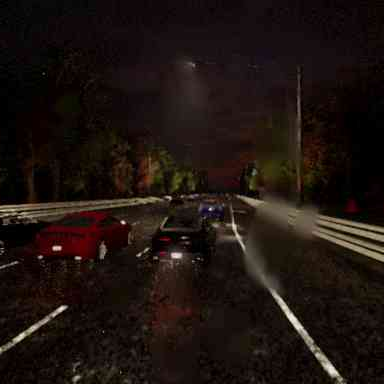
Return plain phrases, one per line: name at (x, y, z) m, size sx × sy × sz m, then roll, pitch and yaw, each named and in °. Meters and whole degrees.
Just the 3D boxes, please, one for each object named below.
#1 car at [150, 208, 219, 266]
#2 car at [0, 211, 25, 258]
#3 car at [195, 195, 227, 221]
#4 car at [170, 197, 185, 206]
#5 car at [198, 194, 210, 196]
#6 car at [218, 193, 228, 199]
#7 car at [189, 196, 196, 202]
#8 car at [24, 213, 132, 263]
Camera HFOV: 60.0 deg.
car at (-0.158, 1.533, 11.705) m, size 1.837 × 1.490 × 4.892 m, roll 0°, pitch 0°, yaw 6°
car at (-7.112, 1.471, 12.485) m, size 2.128 × 1.511 × 4.902 m, roll 0°, pitch 0°, yaw 6°
car at (1.715, 1.428, 28.590) m, size 2.097 × 1.767 × 4.553 m, roll 0°, pitch 0°, yaw 6°
car at (-2.371, 1.568, 55.296) m, size 1.882 × 1.535 × 5.008 m, roll 0°, pitch 0°, yaw 6°
car at (2.869, 1.622, 70.821) m, size 1.882 × 1.535 × 5.008 m, roll 0°, pitch 0°, yaw 6°
car at (9.021, 1.685, 94.578) m, size 1.882 × 1.535 × 5.008 m, roll 0°, pitch 0°, yaw 6°
car at (0.273, 1.674, 79.176) m, size 2.033 × 1.411 × 5.357 m, roll 0°, pitch 0°, yaw 6°
car at (-3.633, 1.482, 12.111) m, size 1.882 × 1.535 × 5.008 m, roll 0°, pitch 0°, yaw 6°
